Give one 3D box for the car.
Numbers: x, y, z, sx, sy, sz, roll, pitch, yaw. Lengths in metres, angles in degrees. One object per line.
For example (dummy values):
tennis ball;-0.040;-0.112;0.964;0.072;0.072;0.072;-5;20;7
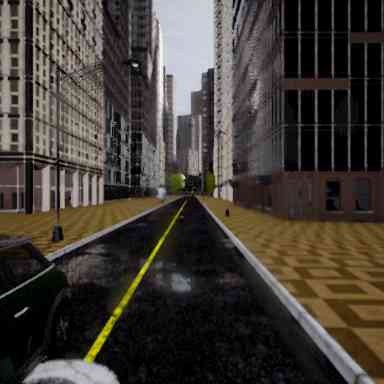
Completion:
car;-2.817;1.346;3.018;2.097;1.767;4.553;0;0;0
